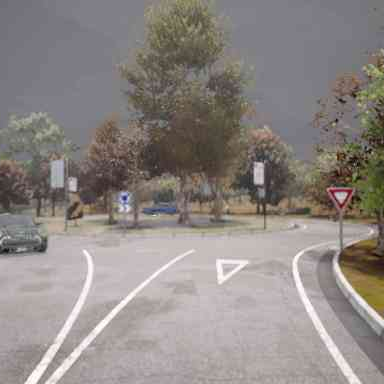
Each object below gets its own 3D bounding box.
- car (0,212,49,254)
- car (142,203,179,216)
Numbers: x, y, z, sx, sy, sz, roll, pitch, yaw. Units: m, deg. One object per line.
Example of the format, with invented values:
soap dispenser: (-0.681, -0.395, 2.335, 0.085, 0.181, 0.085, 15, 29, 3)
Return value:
car: (-7.861, 1.700, 14.735, 2.097, 1.767, 4.553, 1, -2, -35)
car: (-4.719, 2.643, 50.367, 5.566, 2.045, 2.150, 1, -3, -1)
